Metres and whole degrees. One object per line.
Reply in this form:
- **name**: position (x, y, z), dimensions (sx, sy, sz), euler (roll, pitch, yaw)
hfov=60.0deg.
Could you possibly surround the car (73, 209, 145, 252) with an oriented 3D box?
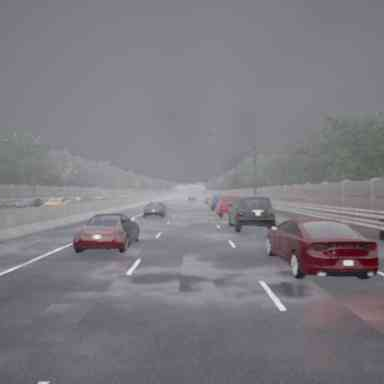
- **car**: position (-3.402, 1.585, 13.925), dimensions (1.994, 1.385, 4.181), euler (0, 0, 0)

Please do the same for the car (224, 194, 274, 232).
- **car**: position (3.497, 1.255, 20.306), dimensions (2.150, 2.045, 5.566), euler (0, 0, 0)

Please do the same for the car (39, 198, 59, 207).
- **car**: position (-17.585, 1.555, 43.347), dimensions (1.882, 1.535, 5.008), euler (0, 0, 0)

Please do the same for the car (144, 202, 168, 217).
- **car**: position (-3.404, 1.618, 31.432), dimensions (1.994, 1.385, 4.181), euler (0, 0, 0)

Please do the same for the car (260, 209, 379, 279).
- **car**: position (3.602, 1.494, 10.127), dimensions (1.882, 1.535, 5.008), euler (0, 0, 0)

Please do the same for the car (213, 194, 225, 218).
- **car**: position (3.495, 1.275, 31.308), dimensions (2.150, 2.045, 5.566), euler (0, 0, 0)

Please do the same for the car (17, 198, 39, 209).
- **car**: position (-21.083, 1.585, 43.712), dimensions (1.837, 1.490, 4.892), euler (0, -1, 0)

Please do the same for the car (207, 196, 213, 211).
- **car**: position (3.494, 1.299, 42.310), dimensions (2.150, 2.045, 5.566), euler (0, 0, 0)

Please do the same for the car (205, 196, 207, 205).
- **car**: position (3.492, 1.561, 53.471), dimensions (1.801, 1.575, 5.366), euler (0, 0, 0)

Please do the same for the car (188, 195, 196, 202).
- **car**: position (-0.013, 1.663, 84.936), dimensions (1.882, 1.535, 5.008), euler (0, 0, 0)

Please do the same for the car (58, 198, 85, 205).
- **car**: position (-14.090, 1.635, 40.259), dimensions (1.994, 1.385, 4.181), euler (0, 0, 0)

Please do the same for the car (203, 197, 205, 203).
- **car**: position (3.490, 1.640, 64.284), dimensions (1.837, 1.490, 4.892), euler (0, 0, 0)

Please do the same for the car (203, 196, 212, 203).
- **car**: position (3.489, 1.633, 75.476), dimensions (1.801, 1.575, 5.366), euler (0, 0, 0)
